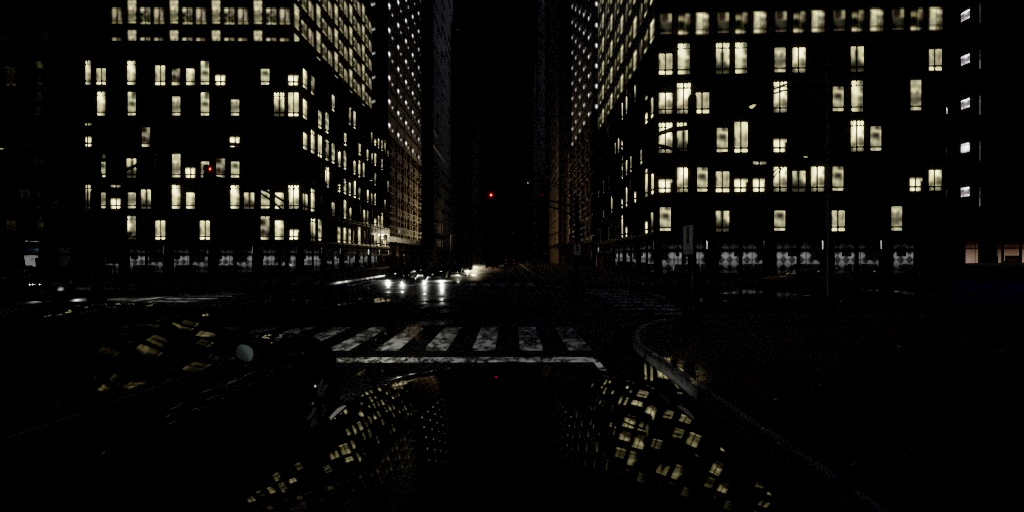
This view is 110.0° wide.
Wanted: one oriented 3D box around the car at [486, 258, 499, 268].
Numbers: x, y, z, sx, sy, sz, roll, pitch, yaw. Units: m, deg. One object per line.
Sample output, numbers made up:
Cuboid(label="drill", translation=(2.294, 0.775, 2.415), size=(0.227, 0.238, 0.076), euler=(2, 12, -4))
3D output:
Cuboid(label="car", translation=(-3.545, 1.214, 63.651), size=(2.097, 1.767, 4.553), euler=(0, 0, -1))

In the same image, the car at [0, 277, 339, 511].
Cuboid(label="car", translation=(-3.155, 1.102, 2.560), size=(2.097, 1.767, 4.553), euler=(0, 0, 0))

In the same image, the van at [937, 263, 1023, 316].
Cuboid(label="van", translation=(18.288, 1.119, 12.779), size=(3.998, 1.789, 1.690), euler=(0, 0, 2))

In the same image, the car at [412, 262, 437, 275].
Cuboid(label="car", translation=(-10.100, 1.361, 41.707), size=(1.994, 1.385, 4.181), euler=(0, 0, 0))

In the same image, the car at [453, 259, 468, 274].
Cuboid(label="car", translation=(-6.864, 1.277, 42.828), size=(1.882, 1.535, 5.008), euler=(0, 0, 0))

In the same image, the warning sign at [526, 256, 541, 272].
Cuboid(label="warning sign", translation=(2.598, 0.910, 40.836), size=(1.300, 1.860, 1.060), euler=(0, 0, 0))

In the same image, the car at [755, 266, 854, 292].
Cuboid(label="car", translation=(16.964, 1.293, 20.942), size=(4.829, 1.417, 1.751), euler=(0, 0, 2))

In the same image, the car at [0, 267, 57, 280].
Cuboid(label="car", translation=(-23.089, 1.250, 16.389), size=(4.902, 1.511, 2.128), euler=(0, 0, 0))

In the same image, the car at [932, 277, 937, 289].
Cuboid(label="car", translation=(26.802, 1.357, 20.522), size=(4.207, 1.307, 1.802), euler=(0, 0, 2))

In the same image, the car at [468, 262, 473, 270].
Cuboid(label="car", translation=(-6.917, 1.390, 52.807), size=(1.994, 1.385, 4.181), euler=(0, 0, 0))

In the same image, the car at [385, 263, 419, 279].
Cuboid(label="car", translation=(-10.051, 1.343, 32.799), size=(1.994, 1.385, 4.181), euler=(0, 0, 0))

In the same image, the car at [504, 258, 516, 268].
Cuboid(label="car", translation=(-0.401, 1.426, 63.832), size=(1.994, 1.385, 4.181), euler=(0, 0, 0))

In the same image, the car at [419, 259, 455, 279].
Cuboid(label="car", translation=(-6.800, 1.305, 32.955), size=(1.812, 1.442, 4.674), euler=(0, 0, 0))
